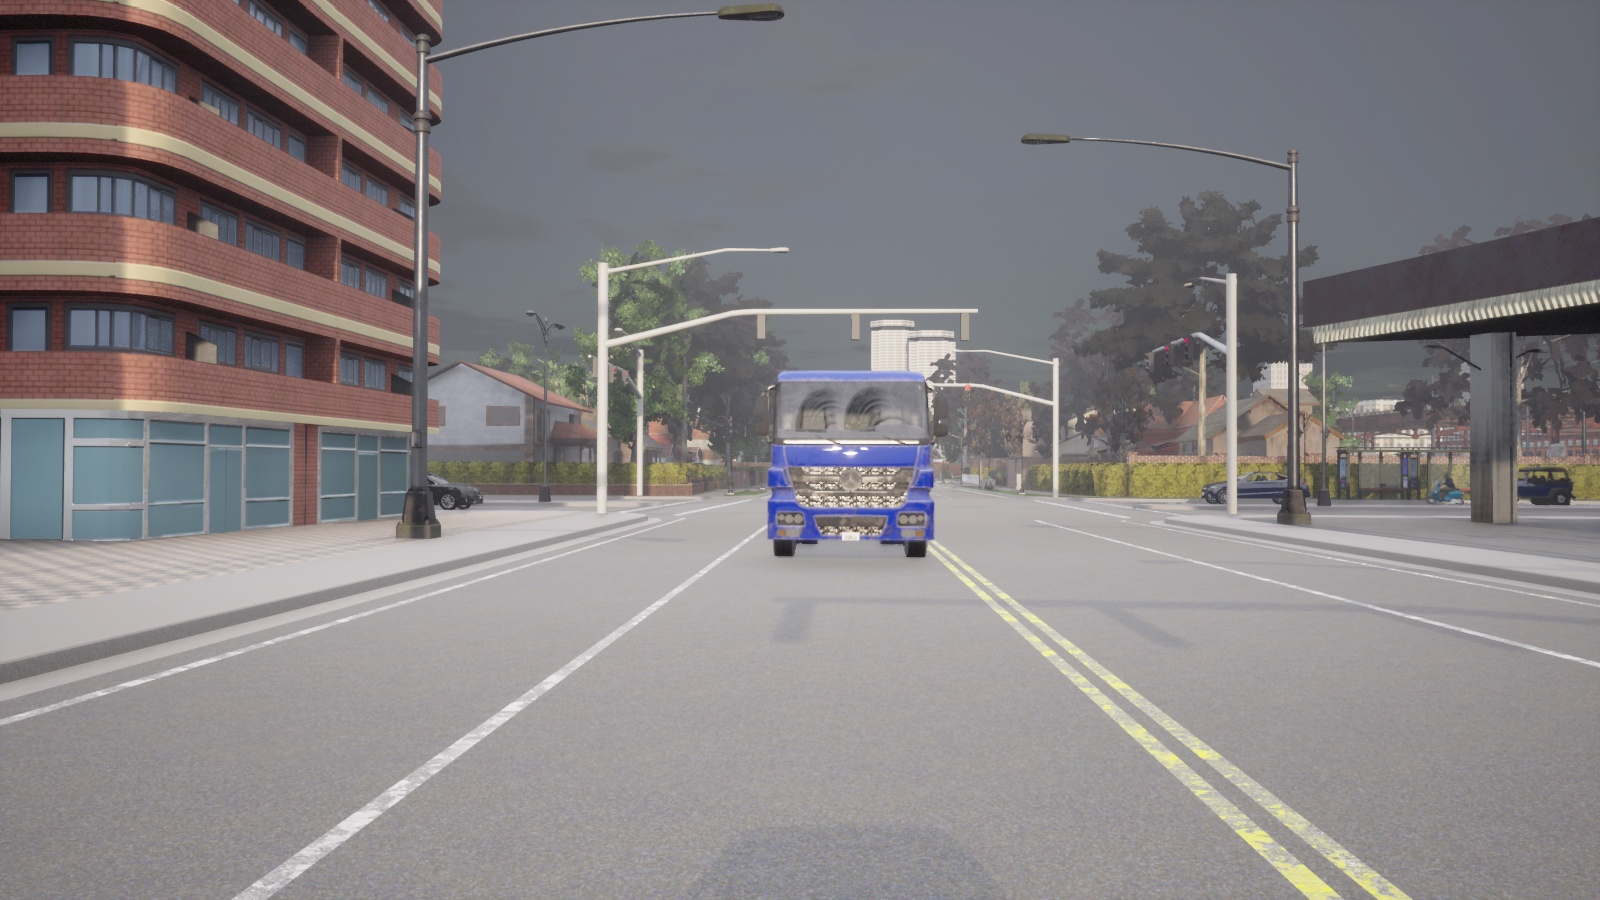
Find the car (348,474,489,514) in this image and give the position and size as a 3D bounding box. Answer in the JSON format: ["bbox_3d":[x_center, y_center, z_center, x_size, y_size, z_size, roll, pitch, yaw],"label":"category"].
[{"bbox_3d":[-14.744,1.694,48.673,4.892,1.490,1.837,0,-1,4],"label":"car"}]

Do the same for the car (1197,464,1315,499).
[{"bbox_3d":[22.362,1.537,61.686,5.027,1.651,2.152,0,-1,2],"label":"car"}]

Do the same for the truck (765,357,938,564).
[{"bbox_3d":[0.997,0.249,25.073,2.891,3.462,7.936,0,-1,2],"label":"truck"}]

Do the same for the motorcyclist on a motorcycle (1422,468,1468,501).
[{"bbox_3d":[31.433,1.667,61.209,1.817,1.590,0.866,0,-1,3],"label":"motorcyclist on a motorcycle"}]

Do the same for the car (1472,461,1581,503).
[{"bbox_3d":[33.298,1.439,57.608,3.866,1.878,1.905,0,-1,3],"label":"car"}]
